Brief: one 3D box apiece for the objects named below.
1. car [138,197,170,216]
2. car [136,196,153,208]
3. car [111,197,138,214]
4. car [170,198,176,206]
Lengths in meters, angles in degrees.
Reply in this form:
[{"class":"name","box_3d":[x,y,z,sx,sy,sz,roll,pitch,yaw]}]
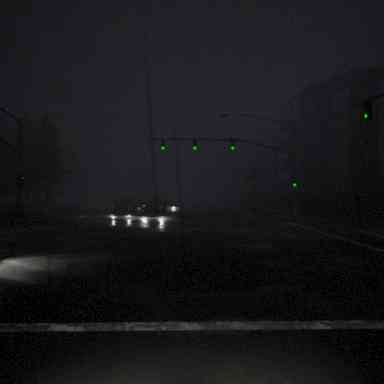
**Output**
[{"class":"car","box_3d":[-3.618,1.353,32.456,2.097,1.767,4.553,0,0,0]},{"class":"car","box_3d":[-7.099,1.476,50.426,1.882,1.535,5.008,0,0,0]},{"class":"car","box_3d":[-7.119,1.351,35.354,2.097,1.767,4.553,0,0,0]},{"class":"car","box_3d":[-3.585,1.599,52.942,1.895,1.301,4.718,0,0,0]}]
